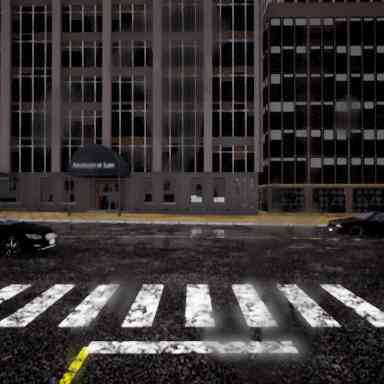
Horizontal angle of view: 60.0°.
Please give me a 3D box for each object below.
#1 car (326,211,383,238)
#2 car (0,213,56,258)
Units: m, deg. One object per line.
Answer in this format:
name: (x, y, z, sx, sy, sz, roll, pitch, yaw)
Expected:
car: (10.434, 1.768, 18.585, 5.357, 1.411, 2.033, 1, -1, 1)
car: (-7.510, 1.447, 12.091, 4.902, 1.511, 2.128, 2, -1, 1)
